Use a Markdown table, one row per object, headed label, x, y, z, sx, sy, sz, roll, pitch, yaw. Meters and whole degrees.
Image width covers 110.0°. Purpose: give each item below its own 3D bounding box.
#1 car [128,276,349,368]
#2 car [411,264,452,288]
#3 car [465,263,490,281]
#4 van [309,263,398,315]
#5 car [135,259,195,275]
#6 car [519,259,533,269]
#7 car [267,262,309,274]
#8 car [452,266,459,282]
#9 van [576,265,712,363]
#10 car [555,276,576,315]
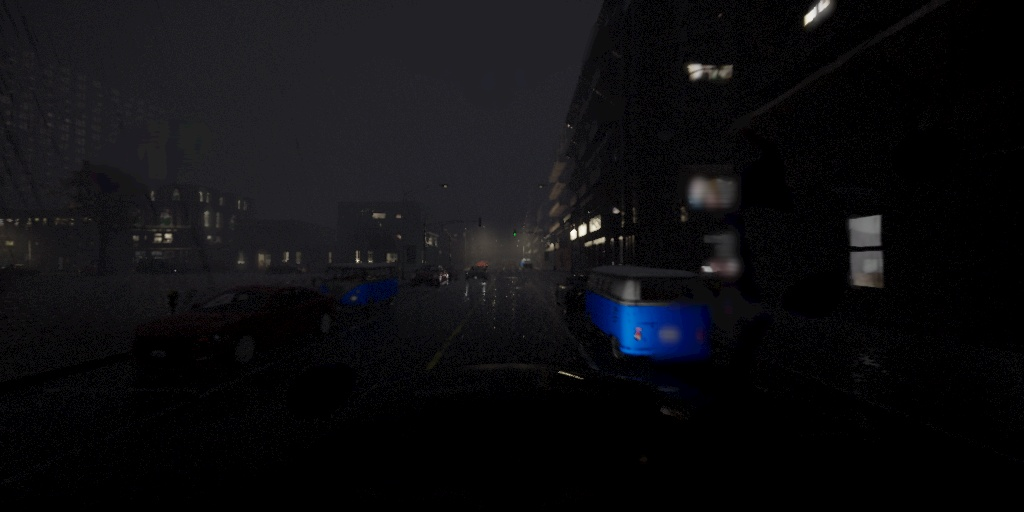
| label | x | y | z | sx | sy | sz | roll | pitch | yaw |
| --- | --- | --- | --- | --- | --- | --- | --- | --- | --- |
| car | -5.655 | 1.332 | 7.967 | 1.888 | 1.381 | 4.507 | 0 | 0 | 0 |
| car | -5.651 | 1.319 | 24.905 | 1.967 | 1.591 | 4.097 | 0 | 0 | 0 |
| car | -3.009 | 1.519 | 32.112 | 1.895 | 1.301 | 4.718 | 0 | 0 | 0 |
| van | -5.654 | 1.159 | 13.613 | 1.690 | 1.789 | 3.998 | 0 | 0 | 0 |
| car | -44.197 | 1.391 | 45.380 | 5.566 | 2.045 | 2.150 | 0 | -1 | 1 |
| car | 2.705 | 1.616 | 63.070 | 2.007 | 1.370 | 4.403 | 0 | 0 | 0 |
| car | -26.364 | 1.462 | 42.315 | 4.097 | 1.591 | 1.967 | 0 | 0 | 1 |
| car | -5.650 | 1.455 | 30.551 | 1.888 | 1.381 | 4.507 | 0 | 0 | 0 |
| van | 2.693 | 1.127 | 7.999 | 1.690 | 1.789 | 3.998 | 0 | 0 | 0 |
| car | 2.694 | 1.384 | 13.645 | 1.948 | 1.339 | 4.313 | 0 | 0 | 0 |
